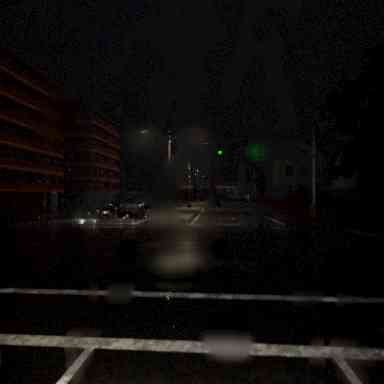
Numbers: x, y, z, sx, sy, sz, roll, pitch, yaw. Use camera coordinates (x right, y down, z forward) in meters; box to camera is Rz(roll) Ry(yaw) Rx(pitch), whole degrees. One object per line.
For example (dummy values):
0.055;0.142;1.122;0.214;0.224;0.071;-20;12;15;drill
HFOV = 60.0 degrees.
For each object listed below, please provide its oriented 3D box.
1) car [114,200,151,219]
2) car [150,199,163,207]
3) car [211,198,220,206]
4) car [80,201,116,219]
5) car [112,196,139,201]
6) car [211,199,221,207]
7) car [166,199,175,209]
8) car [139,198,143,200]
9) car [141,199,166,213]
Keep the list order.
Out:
-5.853;1.841;33.320;2.033;1.411;5.357;0;-1;2;car
-6.946;2.112;65.672;1.812;1.442;4.674;0;0;5;car
5.287;2.218;75.037;2.128;1.511;4.902;0;-1;4;car
-9.377;1.845;32.643;1.994;1.385;4.181;0;-1;4;car
-8.710;1.587;41.972;2.150;2.045;5.566;0;0;4;car
4.663;2.106;64.970;1.837;1.490;4.892;0;-1;4;car
-4.131;1.988;56.686;1.882;1.535;5.008;0;0;4;car
-8.010;1.809;51.648;2.097;1.767;4.553;0;-1;4;car
-5.098;1.934;43.365;2.033;1.411;5.357;0;-1;4;car
